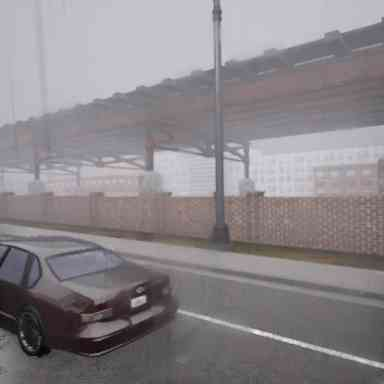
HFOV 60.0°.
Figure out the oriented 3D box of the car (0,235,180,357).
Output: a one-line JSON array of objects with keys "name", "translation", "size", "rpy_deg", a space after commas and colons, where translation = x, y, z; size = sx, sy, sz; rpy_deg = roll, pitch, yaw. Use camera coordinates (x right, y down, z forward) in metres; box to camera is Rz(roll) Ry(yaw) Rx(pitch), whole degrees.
[{"name": "car", "translation": [-2.760, 1.525, 5.979], "size": [5.357, 1.411, 2.033], "rpy_deg": [0, 0, 36]}]
